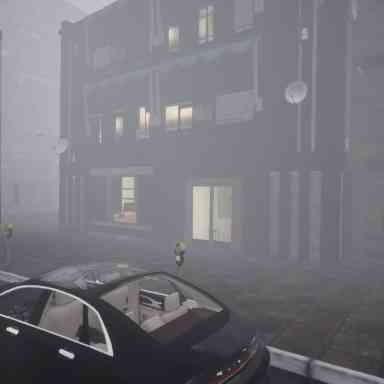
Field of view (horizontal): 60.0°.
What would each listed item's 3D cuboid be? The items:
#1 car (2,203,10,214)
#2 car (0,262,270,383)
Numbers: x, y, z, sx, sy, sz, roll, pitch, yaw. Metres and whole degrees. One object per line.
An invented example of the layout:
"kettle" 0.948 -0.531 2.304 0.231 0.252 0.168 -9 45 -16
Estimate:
"car" -21.544 1.623 34.882 2.008 1.369 4.403 1 0 36
"car" -1.300 1.550 3.939 4.403 1.369 2.008 0 1 35
